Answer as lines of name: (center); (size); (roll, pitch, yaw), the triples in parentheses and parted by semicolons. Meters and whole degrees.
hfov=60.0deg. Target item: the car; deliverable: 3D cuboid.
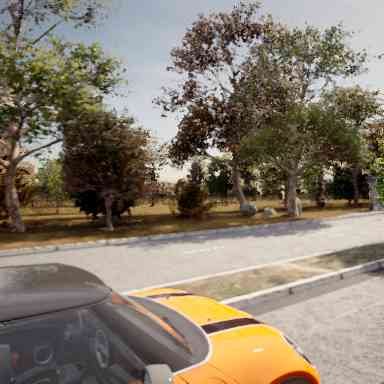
car: (-1.099, 1.349, 2.348); (4.553, 1.767, 2.097); (-1, 0, -35)
